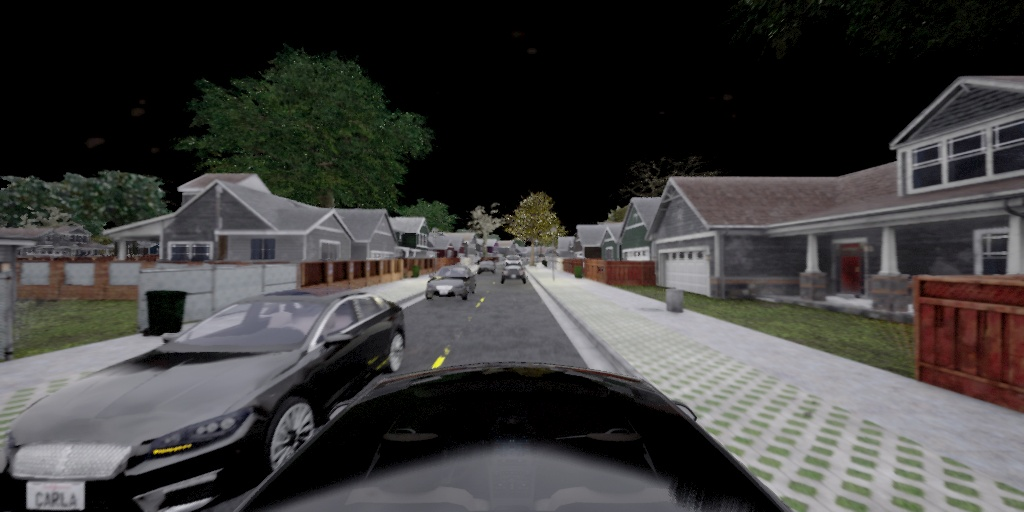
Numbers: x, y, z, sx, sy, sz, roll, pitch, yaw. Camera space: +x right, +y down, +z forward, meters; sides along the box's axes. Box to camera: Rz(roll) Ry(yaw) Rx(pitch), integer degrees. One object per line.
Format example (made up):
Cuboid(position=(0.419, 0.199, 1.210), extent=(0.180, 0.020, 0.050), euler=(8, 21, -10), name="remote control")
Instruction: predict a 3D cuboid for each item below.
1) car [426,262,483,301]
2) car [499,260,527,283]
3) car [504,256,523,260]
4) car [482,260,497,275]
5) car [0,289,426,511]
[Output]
Cuboid(position=(-2.809, 1.237, 17.317), extent=(2.128, 1.511, 4.902), euler=(0, 0, 0), name="car")
Cuboid(position=(0.110, 1.274, 27.648), extent=(1.812, 1.442, 4.674), euler=(0, 0, 0), name="car")
Cuboid(position=(0.159, 0.968, 45.846), extent=(2.150, 2.045, 5.566), euler=(0, 0, 0), name="car")
Cuboid(position=(-2.704, 1.251, 39.845), extent=(1.837, 1.490, 4.892), euler=(0, -1, 0), name="car")
Cuboid(position=(-2.845, 1.238, 4.693), extent=(2.128, 1.511, 4.902), euler=(0, 0, 0), name="car")
